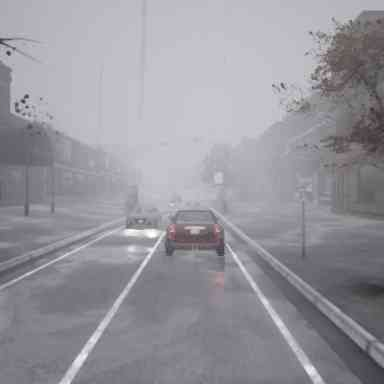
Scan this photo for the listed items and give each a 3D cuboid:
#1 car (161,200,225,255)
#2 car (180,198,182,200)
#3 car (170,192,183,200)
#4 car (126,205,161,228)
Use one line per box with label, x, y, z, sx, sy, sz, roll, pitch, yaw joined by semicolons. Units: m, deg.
car;0.100;1.364;13.451;2.097;1.767;4.553;0;0;0
car;0.099;1.576;32.268;2.033;1.411;5.357;0;0;0
car;-3.011;1.118;64.530;2.150;2.045;5.566;0;1;0
car;-3.099;1.583;22.016;1.994;1.385;4.181;0;0;0
